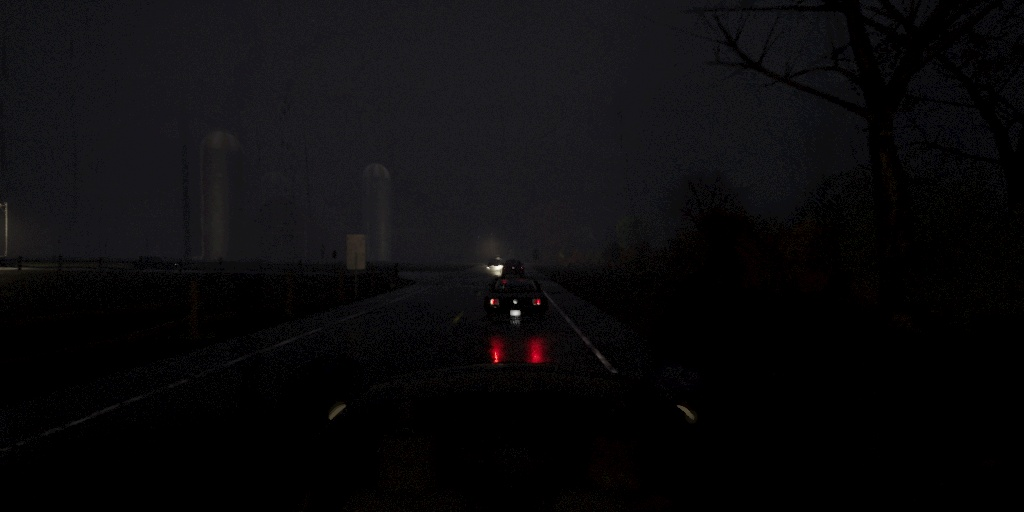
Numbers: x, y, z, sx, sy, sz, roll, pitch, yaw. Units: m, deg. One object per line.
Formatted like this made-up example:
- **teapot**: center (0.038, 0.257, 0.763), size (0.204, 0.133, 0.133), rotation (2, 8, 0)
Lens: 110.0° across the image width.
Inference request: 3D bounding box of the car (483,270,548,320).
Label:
- **car**: center (0.105, 1.348, 12.523), size (1.895, 1.301, 4.718), rotation (0, 0, 0)

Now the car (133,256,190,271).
- **car**: center (-34.999, 0.750, 35.874), size (4.674, 1.442, 1.812), rotation (1, 1, 0)

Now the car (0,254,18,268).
- **car**: center (-52.475, 0.434, 35.821), size (4.902, 1.511, 2.128), rotation (1, 1, 0)

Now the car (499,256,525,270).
- **car**: center (0.117, 1.090, 34.523), size (2.097, 1.767, 4.553), rotation (0, 0, 0)
